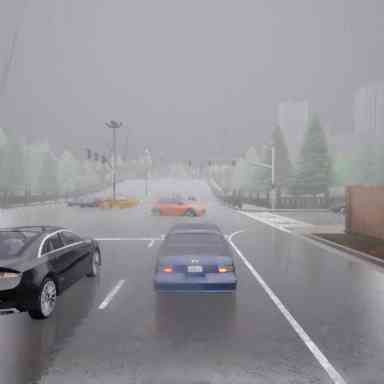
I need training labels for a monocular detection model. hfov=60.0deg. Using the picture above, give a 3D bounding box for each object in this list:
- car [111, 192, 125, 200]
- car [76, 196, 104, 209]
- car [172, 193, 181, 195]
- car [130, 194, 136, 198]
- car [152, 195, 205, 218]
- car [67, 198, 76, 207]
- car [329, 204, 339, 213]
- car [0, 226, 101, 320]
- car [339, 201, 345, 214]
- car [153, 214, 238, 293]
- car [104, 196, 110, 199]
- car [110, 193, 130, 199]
[{"bbox_3d":[-17.673,1.008,79.595,2.128,1.511,4.902,0,3,0],"label":"car"},{"bbox_3d":[-14.042,1.478,46.059,1.882,1.535,5.008,0,0,-2],"label":"car"},{"bbox_3d":[-3.667,0.917,78.765,2.097,1.767,4.553,0,3,0],"label":"car"},{"bbox_3d":[-14.152,1.157,76.303,1.882,1.535,5.008,0,2,0],"label":"car"},{"bbox_3d":[-1.128,1.352,28.954,4.553,1.767,2.097,0,0,19],"label":"car"},{"bbox_3d":[-17.637,1.600,51.370,1.895,1.301,4.718,0,0,0],"label":"car"},{"bbox_3d":[16.845,1.505,34.721,4.892,1.490,1.837,0,0,0],"label":"car"},{"bbox_3d":[-3.437,1.492,7.308,2.128,1.511,4.902,0,0,0],"label":"car"},{"bbox_3d":[16.551,1.564,31.220,4.181,1.385,1.994,0,0,0],"label":"car"},{"bbox_3d":[0.071,1.547,8.982,2.033,1.411,5.357,0,0,0],"label":"car"},{"bbox_3d":[-17.594,1.534,67.240,1.994,1.385,4.181,0,1,0],"label":"car"},{"bbox_3d":[-14.109,1.517,65.192,1.812,1.442,4.674,0,0,0],"label":"car"}]
